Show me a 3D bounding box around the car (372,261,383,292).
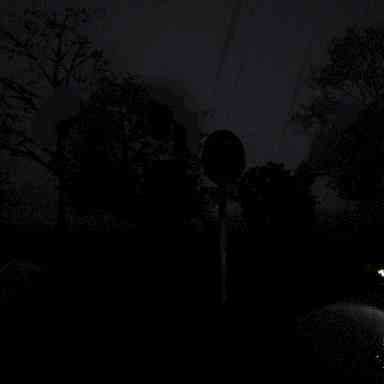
[{"bbox_3d":[6.258,1.512,7.529,5.357,1.411,2.033,0,0,-36],"label":"car"}]
